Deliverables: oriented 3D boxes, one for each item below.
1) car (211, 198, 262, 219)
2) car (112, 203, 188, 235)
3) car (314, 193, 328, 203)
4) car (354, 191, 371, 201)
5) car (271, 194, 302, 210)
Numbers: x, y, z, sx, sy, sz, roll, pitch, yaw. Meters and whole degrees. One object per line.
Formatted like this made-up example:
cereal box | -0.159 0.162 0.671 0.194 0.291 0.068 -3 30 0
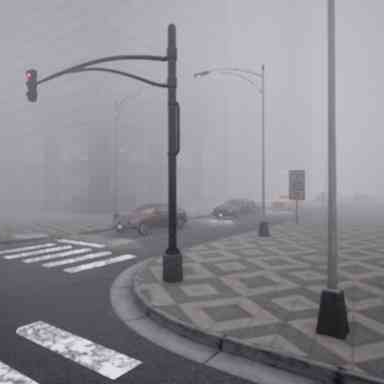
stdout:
car | 3.564 1.209 25.605 2.033 1.411 5.357 0 1 36
car | -2.068 1.350 17.757 1.812 1.442 4.674 0 1 36
car | 18.379 0.824 46.084 1.994 1.385 4.181 0 1 36
car | 26.746 0.622 52.420 1.812 1.442 4.674 0 1 36
car | 9.846 0.964 34.338 1.882 1.535 5.008 0 1 36
